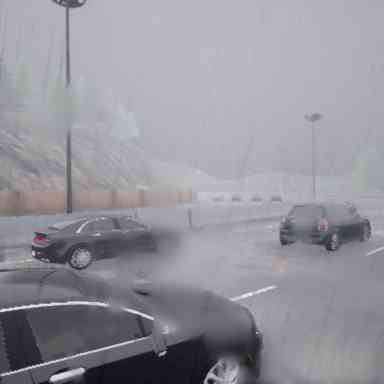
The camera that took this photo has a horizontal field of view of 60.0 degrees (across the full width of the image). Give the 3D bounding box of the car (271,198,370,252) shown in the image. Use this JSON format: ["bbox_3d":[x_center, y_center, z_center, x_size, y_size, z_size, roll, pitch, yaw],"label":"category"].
[{"bbox_3d":[5.494,1.218,13.546,4.553,1.767,2.097,-1,0,-44],"label":"car"}]

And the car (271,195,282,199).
[{"bbox_3d":[14.896,1.098,58.777,1.895,1.301,4.718,0,0,12],"label":"car"}]

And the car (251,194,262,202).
[{"bbox_3d":[11.625,1.064,60.109,2.033,1.411,5.357,0,0,11],"label":"car"}]

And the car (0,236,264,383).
[{"bbox_3d":[-1.427,1.500,3.029,4.892,1.490,1.837,-1,1,-36],"label":"car"}]

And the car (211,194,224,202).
[{"bbox_3d":[4.820,1.120,61.713,1.812,1.442,4.674,0,0,11],"label":"car"}]

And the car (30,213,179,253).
[{"bbox_3d":[-2.599,1.459,10.938,4.892,1.490,1.837,-1,1,-39],"label":"car"}]

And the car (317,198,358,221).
[{"bbox_3d":[11.132,1.268,25.298,1.812,1.442,4.674,0,1,37],"label":"car"}]

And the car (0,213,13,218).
[{"bbox_3d":[-11.637,1.557,17.409,4.181,1.385,1.994,-1,1,-38],"label":"car"}]

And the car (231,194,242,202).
[{"bbox_3d":[8.259,1.089,61.063,2.033,1.411,5.357,0,0,11],"label":"car"}]
